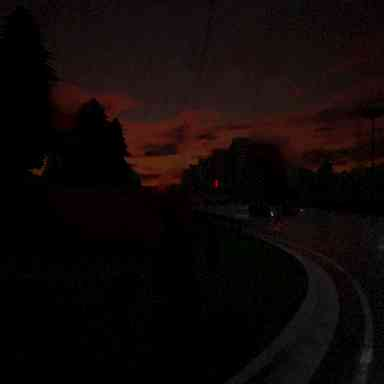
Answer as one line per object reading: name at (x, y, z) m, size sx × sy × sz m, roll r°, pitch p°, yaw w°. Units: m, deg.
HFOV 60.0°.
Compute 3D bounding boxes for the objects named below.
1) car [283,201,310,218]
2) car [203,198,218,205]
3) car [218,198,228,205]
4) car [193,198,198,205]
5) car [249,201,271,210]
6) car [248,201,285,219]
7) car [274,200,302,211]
car at (10.472, 1.897, 34.447) m, size 1.994 × 1.385 × 4.181 m, roll 0°, pitch -1°, yaw -9°
car at (3.703, 2.319, 74.406) m, size 1.895 × 1.301 × 4.718 m, roll 0°, pitch -1°, yaw -10°
car at (6.858, 2.223, 76.713) m, size 1.882 × 1.535 × 5.008 m, roll 0°, pitch -1°, yaw -10°
car at (0.149, 2.225, 74.420) m, size 1.837 × 1.490 × 4.892 m, roll 0°, pitch -1°, yaw -10°
car at (10.877, 2.116, 53.323) m, size 1.895 × 1.301 × 4.718 m, roll 0°, pitch -1°, yaw -9°
car at (7.107, 1.830, 33.351) m, size 1.837 × 1.490 × 4.892 m, roll 0°, pitch 0°, yaw -9°
car at (14.729, 2.044, 51.483) m, size 2.033 × 1.411 × 5.357 m, roll 0°, pitch -1°, yaw -9°
